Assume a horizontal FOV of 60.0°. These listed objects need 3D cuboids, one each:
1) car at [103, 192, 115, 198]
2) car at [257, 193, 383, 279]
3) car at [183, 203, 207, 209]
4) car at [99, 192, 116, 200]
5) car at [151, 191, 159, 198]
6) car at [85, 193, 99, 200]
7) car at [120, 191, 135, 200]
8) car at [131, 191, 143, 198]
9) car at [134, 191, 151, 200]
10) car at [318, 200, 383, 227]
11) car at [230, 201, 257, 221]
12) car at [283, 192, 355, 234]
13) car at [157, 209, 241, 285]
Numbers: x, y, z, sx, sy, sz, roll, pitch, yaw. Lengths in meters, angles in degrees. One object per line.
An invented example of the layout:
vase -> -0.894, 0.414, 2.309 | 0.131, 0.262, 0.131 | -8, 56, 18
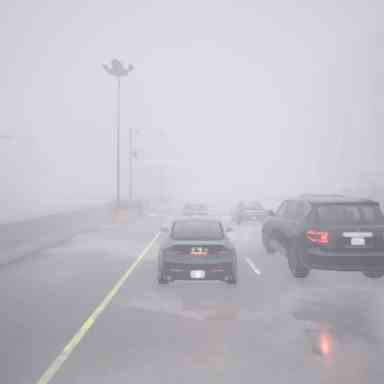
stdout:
car -> -20.524, 0.796, 82.318 | 1.994, 1.385, 4.181 | 0, 1, 1
car -> 3.633, 1.145, 9.930 | 2.150, 2.045, 5.566 | 0, 1, 0
car -> 0.183, 1.383, 21.020 | 2.033, 1.411, 5.357 | 0, 0, 0
car -> -17.183, 0.790, 69.101 | 2.097, 1.767, 4.553 | 0, 1, 0
car -> -10.025, 0.725, 82.160 | 1.882, 1.535, 5.008 | 0, 1, 1
car -> -20.681, 0.909, 69.366 | 1.882, 1.535, 5.008 | 0, 1, 0
car -> -13.684, 0.989, 69.040 | 1.994, 1.385, 4.181 | 0, 1, 0
car -> -13.527, 0.604, 82.029 | 2.097, 1.767, 4.553 | 0, 1, 1
car -> -10.184, 0.961, 69.007 | 1.812, 1.442, 4.674 | 0, 1, 0
car -> 10.696, 1.371, 22.837 | 2.033, 1.411, 5.357 | 0, 0, 0
car -> 3.693, 1.319, 22.137 | 2.128, 1.511, 4.902 | 0, 0, 0
car -> 7.174, 1.070, 19.554 | 2.150, 2.045, 5.566 | 0, 0, 0
car -> 0.133, 1.431, 9.261 | 1.837, 1.490, 4.892 | 0, 0, 0
